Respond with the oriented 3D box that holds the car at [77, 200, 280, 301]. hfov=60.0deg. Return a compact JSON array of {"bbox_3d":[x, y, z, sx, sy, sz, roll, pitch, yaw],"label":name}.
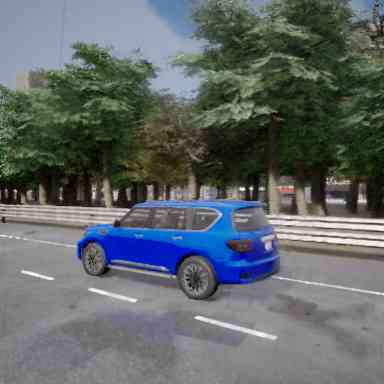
[{"bbox_3d":[-0.568,1.225,8.580,5.566,2.045,2.150,0,0,36],"label":"car"}]
